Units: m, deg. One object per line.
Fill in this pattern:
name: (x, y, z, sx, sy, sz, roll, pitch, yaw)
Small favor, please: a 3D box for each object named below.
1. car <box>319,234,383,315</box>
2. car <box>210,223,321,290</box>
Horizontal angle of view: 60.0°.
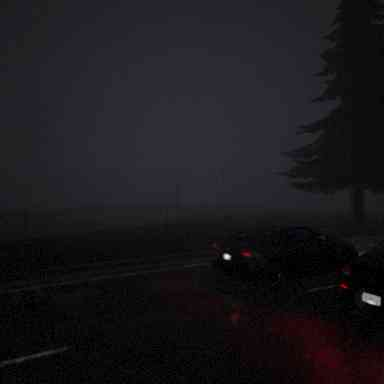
car: (4.820, 1.522, 6.376, 4.674, 1.442, 1.812, 0, 0, -30)
car: (2.582, 1.547, 9.085, 4.181, 1.385, 1.994, 0, 0, -30)
